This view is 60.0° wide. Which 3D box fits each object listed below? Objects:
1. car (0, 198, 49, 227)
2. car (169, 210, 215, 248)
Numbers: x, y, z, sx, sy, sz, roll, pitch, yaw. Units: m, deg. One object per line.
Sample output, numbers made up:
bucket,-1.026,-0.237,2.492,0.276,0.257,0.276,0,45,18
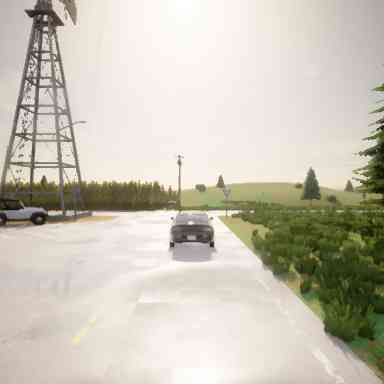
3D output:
car,-11.898,1.354,22.596,3.866,1.878,1.905,0,0,-31
car,0.000,1.530,14.650,1.812,1.442,4.674,0,0,0
